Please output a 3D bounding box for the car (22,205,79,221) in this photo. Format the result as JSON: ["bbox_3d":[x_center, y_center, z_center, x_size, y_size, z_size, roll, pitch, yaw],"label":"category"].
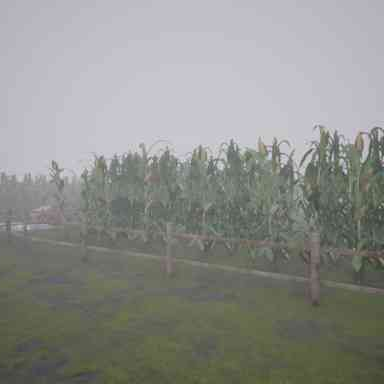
[{"bbox_3d":[-11.048,1.686,26.183,1.994,1.385,4.181,-1,-1,36],"label":"car"}]
